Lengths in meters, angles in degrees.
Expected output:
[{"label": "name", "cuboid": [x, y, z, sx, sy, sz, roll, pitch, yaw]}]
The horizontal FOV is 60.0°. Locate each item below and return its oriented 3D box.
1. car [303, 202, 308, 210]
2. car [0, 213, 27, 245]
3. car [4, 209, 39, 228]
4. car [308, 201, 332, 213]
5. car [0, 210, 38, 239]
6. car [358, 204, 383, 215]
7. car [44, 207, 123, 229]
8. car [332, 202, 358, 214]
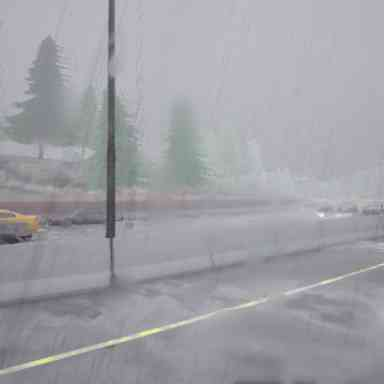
[{"label": "car", "cuboid": [19.985, 2.251, 55.176, 2.033, 1.411, 5.357, 0, -1, 34]}, {"label": "car", "cuboid": [-8.401, 1.629, 10.967, 4.892, 1.490, 1.837, 1, -1, -36]}, {"label": "car", "cuboid": [-10.932, 1.681, 17.765, 5.008, 1.535, 1.882, 1, -1, -36]}, {"label": "car", "cuboid": [18.756, 2.098, 47.354, 2.128, 1.511, 4.902, 0, -1, 37]}, {"label": "car", "cuboid": [-9.817, 1.709, 14.215, 5.357, 1.411, 2.033, 1, -1, -36]}, {"label": "car", "cuboid": [21.763, 2.082, 39.749, 1.994, 1.385, 4.181, 0, -1, 38]}, {"label": "car", "cuboid": [-7.843, 1.837, 24.476, 5.357, 1.411, 2.033, 1, -1, -39]}, {"label": "car", "cuboid": [20.746, 2.062, 44.154, 2.128, 1.511, 4.902, 0, -1, 37]}]
